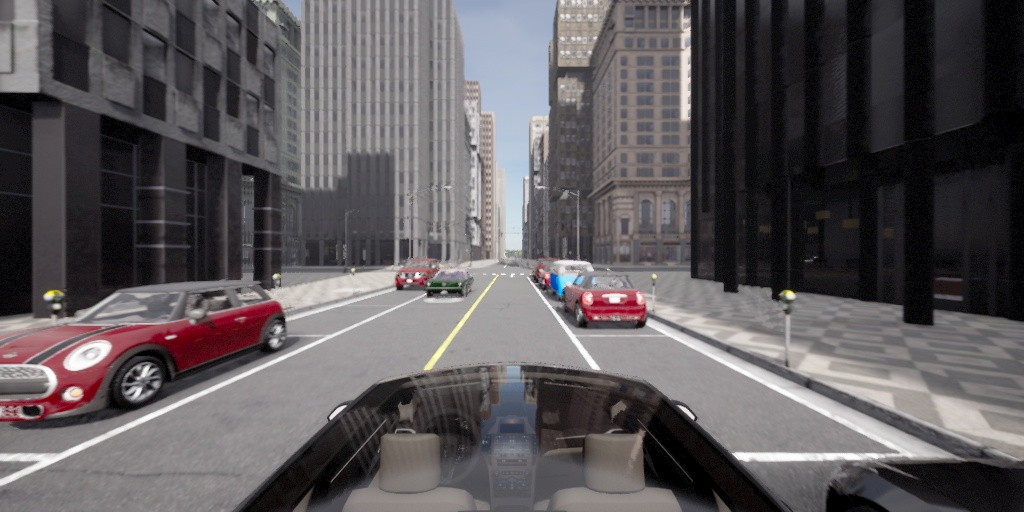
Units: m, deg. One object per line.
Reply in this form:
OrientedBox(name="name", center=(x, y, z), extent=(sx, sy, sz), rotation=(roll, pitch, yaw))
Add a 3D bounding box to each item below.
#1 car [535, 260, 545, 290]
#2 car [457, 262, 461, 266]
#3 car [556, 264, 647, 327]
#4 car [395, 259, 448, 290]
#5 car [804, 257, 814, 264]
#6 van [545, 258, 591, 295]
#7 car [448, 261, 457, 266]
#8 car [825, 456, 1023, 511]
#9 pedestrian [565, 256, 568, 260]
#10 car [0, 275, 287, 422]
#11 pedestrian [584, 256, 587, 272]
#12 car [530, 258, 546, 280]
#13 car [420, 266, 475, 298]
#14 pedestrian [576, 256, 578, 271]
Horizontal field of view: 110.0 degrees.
OrientedBox(name="car", center=(2.755, 1.212, 22.751), extent=(1.967, 1.591, 4.097), rotation=(0, 0, 0))
OrientedBox(name="car", center=(-5.774, 1.224, 33.951), extent=(1.967, 1.591, 4.097), rotation=(0, 0, 0))
OrientedBox(name="car", center=(2.758, 1.200, 11.548), extent=(1.967, 1.591, 4.097), rotation=(0, 0, 0))
OrientedBox(name="car", center=(-5.771, 1.087, 22.747), extent=(2.192, 1.841, 5.009), rotation=(0, 0, 0))
OrientedBox(name="car", center=(39.189, 1.223, 46.187), extent=(4.892, 1.490, 1.837), rotation=(0, 0, 0))
OrientedBox(name="van", center=(2.756, 1.107, 17.150), extent=(1.690, 1.789, 3.998), rotation=(0, 0, 0))
OrientedBox(name="car", center=(-5.772, 1.303, 28.179), extent=(1.751, 1.417, 4.829), rotation=(0, 0, 0))
OrientedBox(name="car", center=(2.762, 1.315, 0.345), extent=(1.948, 1.339, 4.313), rotation=(0, 0, 0))
OrientedBox(name="pedestrian", center=(6.121, 0.836, 40.635), extent=(0.375, 1.860, 0.375), rotation=(0, 0, 0))
OrientedBox(name="car", center=(-5.765, 1.194, 5.940), extent=(1.967, 1.591, 4.097), rotation=(0, 0, 0))
OrientedBox(name="pedestrian", center=(8.122, 0.944, 40.036), extent=(0.375, 1.860, 0.375), rotation=(0, 0, 0))
OrientedBox(name="car", center=(2.753, 1.093, 28.354), extent=(2.192, 1.841, 5.009), rotation=(0, 0, 0))
OrientedBox(name="car", center=(-3.104, 1.368, 18.621), extent=(1.895, 1.301, 4.718), rotation=(0, 0, 0))
OrientedBox(name="pedestrian", center=(7.122, 0.936, 39.435), extent=(0.375, 1.860, 0.375), rotation=(0, 0, 0))
